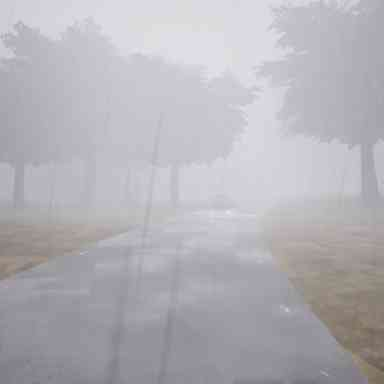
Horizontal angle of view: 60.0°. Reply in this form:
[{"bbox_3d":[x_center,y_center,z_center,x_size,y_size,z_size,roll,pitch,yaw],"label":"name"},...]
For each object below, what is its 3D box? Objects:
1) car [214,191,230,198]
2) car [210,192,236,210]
[{"bbox_3d":[7.028,0.669,77.912,1.882,1.535,5.008,1,0,-17],"label":"car"},{"bbox_3d":[3.456,1.001,36.433,2.097,1.767,4.553,0,0,18],"label":"car"}]
